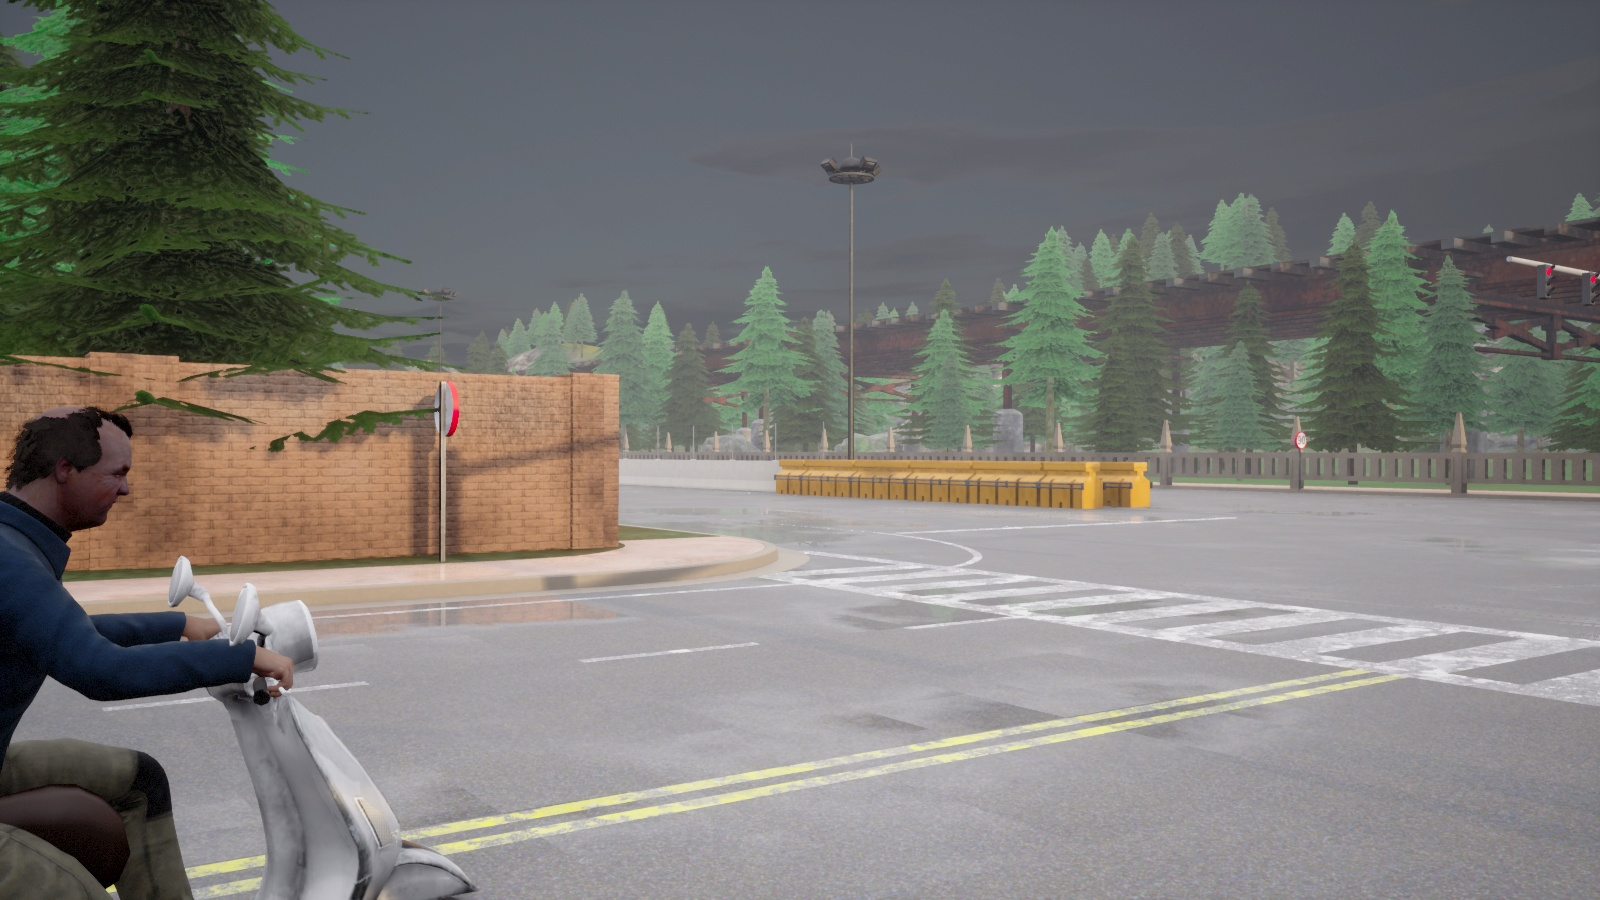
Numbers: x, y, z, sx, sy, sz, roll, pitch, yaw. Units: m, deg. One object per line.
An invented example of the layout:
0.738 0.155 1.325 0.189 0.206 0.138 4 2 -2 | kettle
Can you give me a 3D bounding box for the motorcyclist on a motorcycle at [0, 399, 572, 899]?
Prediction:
-1.499 0.708 2.616 1.817 1.590 0.866 0 0 -35 | motorcyclist on a motorcycle
